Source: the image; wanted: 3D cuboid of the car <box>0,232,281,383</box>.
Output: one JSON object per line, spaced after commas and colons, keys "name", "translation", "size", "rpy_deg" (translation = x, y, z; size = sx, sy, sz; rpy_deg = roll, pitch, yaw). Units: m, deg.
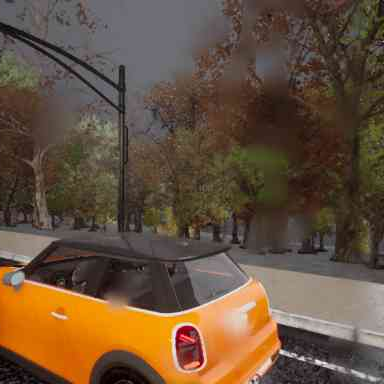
{"name": "car", "translation": [-1.239, 1.351, 4.581], "size": [4.553, 1.767, 2.097], "rpy_deg": [0, 0, 36]}
